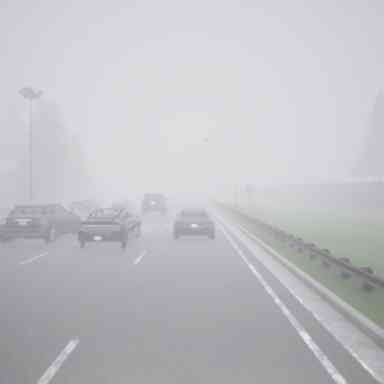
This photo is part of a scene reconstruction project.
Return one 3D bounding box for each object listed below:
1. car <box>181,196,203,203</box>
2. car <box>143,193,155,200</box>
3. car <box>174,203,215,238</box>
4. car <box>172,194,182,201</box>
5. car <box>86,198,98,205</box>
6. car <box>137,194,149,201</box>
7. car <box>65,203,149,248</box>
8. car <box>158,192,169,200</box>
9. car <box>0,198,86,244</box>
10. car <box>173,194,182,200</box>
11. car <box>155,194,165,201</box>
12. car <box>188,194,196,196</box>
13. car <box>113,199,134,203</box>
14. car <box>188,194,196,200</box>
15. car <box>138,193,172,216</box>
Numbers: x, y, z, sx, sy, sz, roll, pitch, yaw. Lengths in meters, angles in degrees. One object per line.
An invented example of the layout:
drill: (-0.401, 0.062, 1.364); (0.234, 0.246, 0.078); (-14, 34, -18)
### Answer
car: (0.094, 1.397, 33.258); (1.812, 1.442, 4.674); (0, 0, 0)
car: (-10.478, 1.101, 81.138); (2.128, 1.511, 4.902); (0, 0, 0)
car: (0.105, 1.497, 17.192); (1.994, 1.385, 4.181); (0, 0, 0)
car: (-3.481, 1.255, 70.712); (2.033, 1.411, 5.357); (0, 0, 0)
car: (-10.392, 1.380, 32.397); (1.837, 1.490, 4.892); (0, 0, 0)
car: (-10.481, 1.173, 71.547); (1.882, 1.535, 5.008); (0, 0, 0)
car: (-3.397, 1.436, 14.408); (2.128, 1.511, 4.902); (0, 0, 0)
car: (-6.978, 0.953, 81.940); (2.097, 1.767, 4.553); (0, 0, 0)
car: (-6.897, 1.291, 15.705); (2.097, 1.767, 4.553); (0, 0, 0)
car: (-3.478, 1.128, 81.136); (1.994, 1.385, 4.181); (0, 0, 0)
car: (-6.980, 1.222, 72.796); (1.812, 1.442, 4.674); (0, 0, 0)
car: (0.019, 1.173, 71.544); (1.882, 1.535, 5.008); (0, 0, 0)
car: (-6.907, 1.397, 33.293); (1.812, 1.442, 4.674); (0, 0, 0)
car: (0.022, 1.171, 81.166); (1.895, 1.301, 4.718); (0, 0, 0)
car: (-3.392, 1.100, 31.308); (2.150, 2.045, 5.566); (0, 0, 0)
